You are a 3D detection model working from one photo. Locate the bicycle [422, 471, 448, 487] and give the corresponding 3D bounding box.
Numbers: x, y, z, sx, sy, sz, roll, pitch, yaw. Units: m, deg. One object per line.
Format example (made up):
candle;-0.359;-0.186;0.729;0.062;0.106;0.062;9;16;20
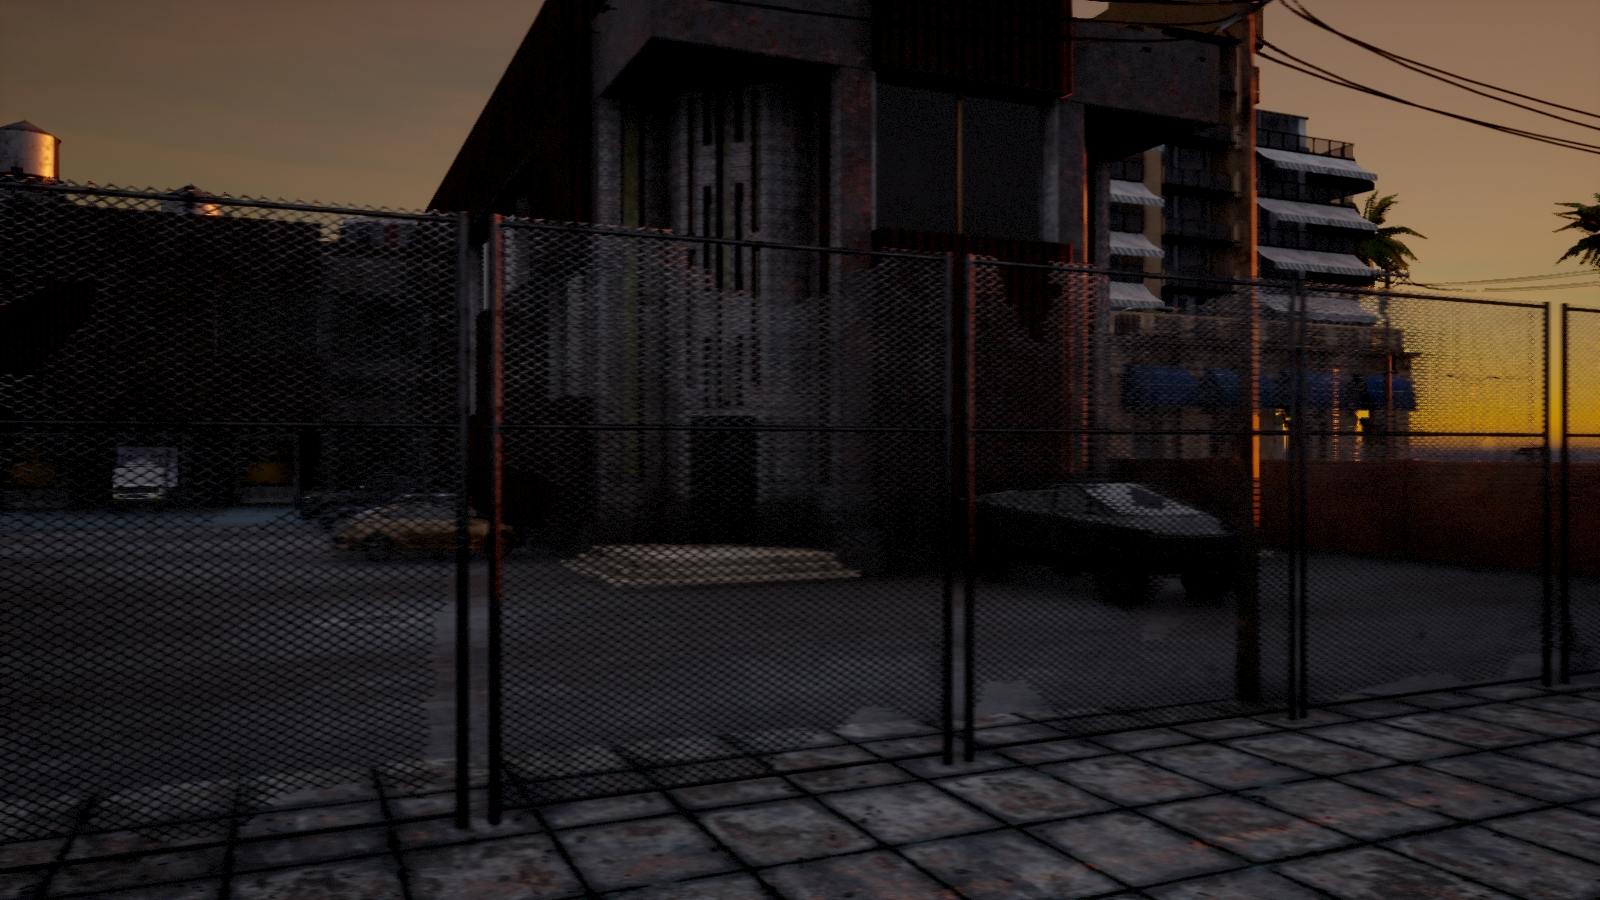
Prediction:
bicycle;-27.685;2.201;86.593;1.835;1.171;0.329;0;0;-6
